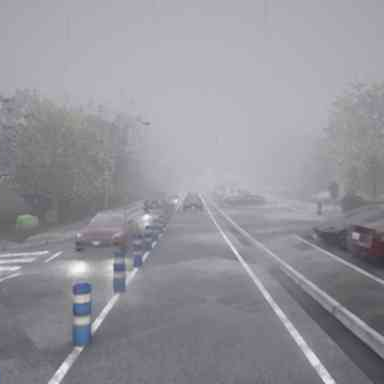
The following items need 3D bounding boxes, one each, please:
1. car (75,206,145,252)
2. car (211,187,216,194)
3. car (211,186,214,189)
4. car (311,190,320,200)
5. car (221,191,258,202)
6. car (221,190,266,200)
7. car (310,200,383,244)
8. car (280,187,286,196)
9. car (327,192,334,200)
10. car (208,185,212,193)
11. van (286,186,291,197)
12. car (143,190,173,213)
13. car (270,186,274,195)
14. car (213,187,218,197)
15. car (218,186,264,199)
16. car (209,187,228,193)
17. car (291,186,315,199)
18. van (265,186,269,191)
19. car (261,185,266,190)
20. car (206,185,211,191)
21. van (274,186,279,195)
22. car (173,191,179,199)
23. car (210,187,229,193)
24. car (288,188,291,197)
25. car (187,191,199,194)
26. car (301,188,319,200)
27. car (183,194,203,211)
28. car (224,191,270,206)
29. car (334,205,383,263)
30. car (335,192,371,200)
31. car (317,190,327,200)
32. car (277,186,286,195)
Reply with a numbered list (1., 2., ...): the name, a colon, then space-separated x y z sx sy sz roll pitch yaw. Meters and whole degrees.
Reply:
1. car: -3.348 1.514 13.936 1.812 1.442 4.674 0 0 0
2. car: 6.789 0.268 61.245 5.366 1.575 1.946 0 2 0
3. car: 7.098 -0.012 72.212 4.792 1.488 2.163 0 1 1
4. car: 19.931 0.775 47.126 4.674 1.452 2.002 0 2 1
5. car: 7.064 0.644 50.023 5.366 1.575 1.946 0 2 0
6. car: 6.836 0.834 44.475 5.008 1.535 2.097 0 2 0
7. car: 6.786 1.175 11.882 4.792 1.488 2.163 0 2 1
8. car: 20.106 0.209 63.860 4.792 1.488 2.163 0 2 1
9. car: 19.919 0.792 41.708 4.553 1.767 2.185 0 2 0
10. car: 7.135 -0.289 83.313 4.792 1.488 2.163 0 1 0
11. van: 20.170 0.041 61.081 4.442 1.987 1.878 0 2 0
12. car: -3.343 0.824 32.481 2.150 2.045 5.566 0 2 0
13. car: 20.153 -0.046 72.033 5.008 1.535 2.097 0 1 1
14. car: 6.741 0.457 55.575 5.366 1.575 1.946 0 2 0
15. car: 6.883 0.489 47.241 5.566 2.045 2.435 0 2 0
16. car: 7.229 -0.526 91.638 4.892 1.521 2.231 0 1 0
17. car: 20.034 0.204 55.421 5.566 2.045 2.435 0 2 0
18. van: 20.078 -0.410 77.567 4.442 1.987 1.878 0 1 1
19. car: 20.190 -0.504 80.334 5.566 2.045 2.435 0 1 0
20. car: 7.002 -0.391 86.089 5.366 1.575 1.946 0 1 0
21. van: 20.015 -0.199 69.243 4.442 1.987 1.878 0 2 0
22. car: -3.225 0.491 56.017 1.994 1.385 4.181 0 2 0
23. car: 7.218 -0.456 88.863 4.892 1.521 2.231 0 1 0
24. car: 20.001 0.391 58.198 4.792 1.488 2.163 0 2 0
25. car: 0.122 0.516 52.488 2.128 1.511 4.902 0 2 0
26. car: 19.772 0.638 49.895 5.366 1.575 1.946 0 2 1
27. car: 0.105 1.158 34.048 1.895 1.301 4.718 0 2 0
28. car: 6.778 0.957 41.702 4.792 1.488 2.163 0 2 0
29. car: 6.818 1.249 9.099 4.792 1.488 2.163 0 2 1
30. car: 19.859 1.010 38.943 5.008 1.535 2.097 0 2 0
31. car: 19.881 0.858 44.358 4.792 1.488 2.163 0 2 1
32. car: 20.129 0.131 66.498 4.792 1.488 2.163 0 2 1
